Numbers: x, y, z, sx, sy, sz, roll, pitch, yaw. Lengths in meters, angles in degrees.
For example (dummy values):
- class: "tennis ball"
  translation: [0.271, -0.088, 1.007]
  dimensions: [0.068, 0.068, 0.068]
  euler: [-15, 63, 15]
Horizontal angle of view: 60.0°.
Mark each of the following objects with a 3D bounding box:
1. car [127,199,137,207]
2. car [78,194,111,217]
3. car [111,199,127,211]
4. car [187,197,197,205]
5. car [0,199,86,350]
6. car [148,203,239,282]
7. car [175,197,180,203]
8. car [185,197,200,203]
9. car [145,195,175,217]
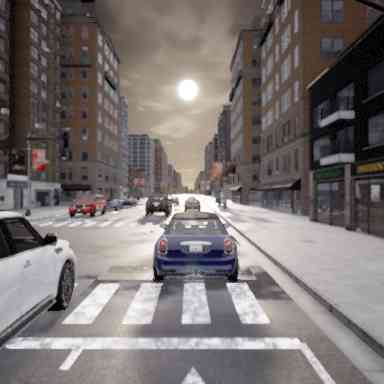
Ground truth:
- class: "car"
  translation: [-9.791, 1.671, 51.598]
  dimensions: [1.895, 1.301, 4.718]
  euler: [0, 0, 0]
- class: "car"
  translation: [-9.834, 1.261, 31.872]
  dimensions: [2.150, 2.045, 5.566]
  euler: [0, 0, 2]
- class: "car"
  translation: [-9.852, 1.580, 41.606]
  dimensions: [1.812, 1.442, 4.674]
  euler: [0, 0, 0]
- class: "car"
  translation: [-0.031, 1.614, 62.342]
  dimensions: [1.812, 1.442, 4.674]
  euler: [0, 0, 0]
- class: "car"
  translation: [-3.343, 1.226, 4.533]
  dimensions: [2.150, 2.045, 5.566]
  euler: [0, 0, -3]
- class: "car"
  translation: [0.093, 1.362, 9.973]
  dimensions: [2.097, 1.767, 4.553]
  euler: [0, 0, 0]
- class: "car"
  translation: [-3.290, 1.634, 61.034]
  dimensions: [2.033, 1.411, 5.357]
  euler: [0, 0, 0]
- class: "car"
  translation: [0.073, 1.542, 40.036]
  dimensions: [2.128, 1.511, 4.902]
  euler: [0, 0, 0]
- class: "car"
  translation: [-3.172, 1.261, 32.237]
  dimensions: [2.150, 2.045, 5.566]
  euler: [0, 0, 0]
